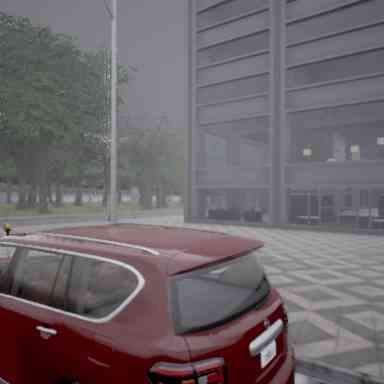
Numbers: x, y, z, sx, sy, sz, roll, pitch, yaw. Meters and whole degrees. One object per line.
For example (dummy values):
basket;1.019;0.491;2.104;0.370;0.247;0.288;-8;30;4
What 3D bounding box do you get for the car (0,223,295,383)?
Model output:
car;-1.361;1.312;3.932;5.009;1.841;2.192;0;0;35
